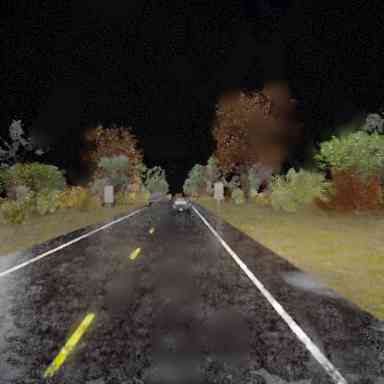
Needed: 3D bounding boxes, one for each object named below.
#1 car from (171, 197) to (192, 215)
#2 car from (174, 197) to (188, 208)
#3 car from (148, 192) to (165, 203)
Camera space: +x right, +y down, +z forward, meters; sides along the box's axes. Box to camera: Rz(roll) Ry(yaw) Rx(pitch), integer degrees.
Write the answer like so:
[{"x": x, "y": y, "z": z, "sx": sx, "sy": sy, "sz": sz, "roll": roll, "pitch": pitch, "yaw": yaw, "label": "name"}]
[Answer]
[{"x": -1.126, "y": 1.489, "z": 34.105, "sx": 1.812, "sy": 1.442, "sz": 4.674, "roll": -2, "pitch": 0, "yaw": -2, "label": "car"}, {"x": -1.593, "y": 1.494, "z": 48.481, "sx": 1.812, "sy": 1.442, "sz": 4.674, "roll": -2, "pitch": 0, "yaw": -2, "label": "car"}, {"x": -5.186, "y": 1.015, "z": 49.212, "sx": 2.150, "sy": 2.045, "sz": 5.566, "roll": -2, "pitch": 0, "yaw": -2, "label": "car"}]
